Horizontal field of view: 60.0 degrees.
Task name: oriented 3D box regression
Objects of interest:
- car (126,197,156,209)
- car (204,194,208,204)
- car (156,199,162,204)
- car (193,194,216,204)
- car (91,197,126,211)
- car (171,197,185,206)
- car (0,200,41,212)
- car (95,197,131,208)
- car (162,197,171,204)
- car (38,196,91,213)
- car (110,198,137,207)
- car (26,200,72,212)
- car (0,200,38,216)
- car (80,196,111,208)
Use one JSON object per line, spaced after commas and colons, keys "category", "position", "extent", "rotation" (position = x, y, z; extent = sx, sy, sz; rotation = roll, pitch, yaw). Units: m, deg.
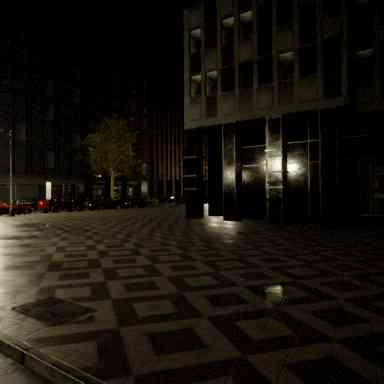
{"category": "car", "position": [-7.274, 1.511, 44.435], "extent": [1.947, 1.339, 4.313], "rotation": [-1, 0, 35]}
{"category": "car", "position": [2.364, 1.225, 58.338], "extent": [2.192, 1.841, 5.009], "rotation": [-1, 0, 35]}
{"category": "car", "position": [-7.946, 1.547, 58.426], "extent": [1.752, 1.417, 4.829], "rotation": [-1, 0, 35]}
{"category": "car", "position": [2.450, 1.286, 62.985], "extent": [2.097, 1.767, 4.553], "rotation": [-1, 0, 35]}
{"category": "car", "position": [-10.487, 1.527, 39.803], "extent": [1.947, 1.339, 4.313], "rotation": [-1, 0, 35]}
{"category": "car", "position": [-0.848, 1.465, 53.703], "extent": [1.887, 1.381, 4.507], "rotation": [-1, 0, 35]}
{"category": "car", "position": [-20.703, 1.644, 40.030], "extent": [1.947, 1.339, 4.313], "rotation": [-1, 0, 35]}
{"category": "car", "position": [-11.457, 1.503, 48.510], "extent": [2.128, 1.511, 4.902], "rotation": [-1, 0, 35]}
{"category": "car", "position": [-4.634, 1.577, 63.201], "extent": [1.947, 1.339, 4.313], "rotation": [-1, 0, 35]}
{"category": "car", "position": [-13.703, 1.292, 35.171], "extent": [2.192, 1.841, 5.009], "rotation": [-1, 0, 35]}
{"category": "car", "position": [-11.062, 1.615, 53.932], "extent": [1.802, 1.307, 4.206], "rotation": [-1, 0, 35]}
{"category": "car", "position": [-17.211, 1.640, 40.238], "extent": [1.895, 1.301, 4.718], "rotation": [-1, 0, 35]}
{"category": "car", "position": [-16.914, 1.578, 30.536], "extent": [1.802, 1.307, 4.206], "rotation": [-1, 0, 35]}
{"category": "car", "position": [-14.278, 1.487, 49.298], "extent": [1.967, 1.590, 4.097], "rotation": [-1, 0, 35]}
